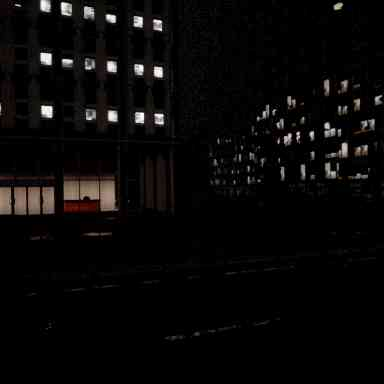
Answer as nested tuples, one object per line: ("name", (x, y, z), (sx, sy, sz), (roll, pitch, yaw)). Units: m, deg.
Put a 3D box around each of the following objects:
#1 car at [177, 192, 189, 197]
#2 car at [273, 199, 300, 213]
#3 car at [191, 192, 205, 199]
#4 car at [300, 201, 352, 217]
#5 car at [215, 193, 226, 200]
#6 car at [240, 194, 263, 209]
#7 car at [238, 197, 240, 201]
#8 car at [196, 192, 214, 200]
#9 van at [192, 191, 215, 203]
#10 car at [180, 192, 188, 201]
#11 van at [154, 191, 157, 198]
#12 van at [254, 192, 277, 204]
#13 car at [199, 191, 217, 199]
("car", (-2.574, 0.709, 90.840), (2.008, 1.369, 4.403), (0, 1, -21))
("car", (9.997, 1.399, 34.769), (1.802, 1.307, 4.206), (0, 1, -21))
("car", (1.524, 0.705, 80.236), (1.967, 1.590, 4.097), (0, 1, -21))
("car", (12.030, 1.434, 29.459), (1.947, 1.339, 4.313), (0, 1, -21))
("car", (5.623, 0.953, 69.636), (1.802, 1.307, 4.206), (0, 1, -21))
("car", (8.002, 1.331, 40.091), (1.947, 1.339, 4.313), (0, 1, -21))
("car", (9.722, 1.058, 59.032), (1.802, 1.307, 4.206), (0, 1, -21))
("car", (2.754, 0.878, 69.852), (1.882, 1.535, 5.008), (-1, 1, -21))
("van", (1.905, 0.951, 56.010), (1.690, 1.788, 3.998), (0, 1, -21))
("car", (-2.194, 1.055, 66.615), (2.008, 1.369, 4.403), (0, 1, -21))
("van", (-8.342, 0.686, 82.517), (1.690, 1.788, 3.998), (0, 1, -21))
("van", (11.769, 0.869, 53.728), (1.690, 1.788, 3.998), (0, 1, -21))
("car", (3.573, 0.633, 74.934), (2.192, 1.841, 5.009), (0, 1, -21))
